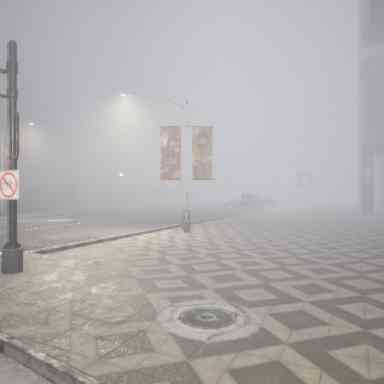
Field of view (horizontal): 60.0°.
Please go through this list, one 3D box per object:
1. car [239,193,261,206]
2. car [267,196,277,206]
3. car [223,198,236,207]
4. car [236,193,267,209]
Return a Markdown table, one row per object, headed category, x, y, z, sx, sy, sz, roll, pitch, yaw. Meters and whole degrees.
| category | x | y | z | sx | sy | sz | roll | pitch | yaw |
| --- | --- | --- | --- | --- | --- | --- | --- | --- | --- |
| car | 9.888 | 1.183 | 56.582 | 2.150 | 2.045 | 5.566 | 0 | 0 | 26 |
| car | 12.794 | 1.449 | 55.126 | 2.128 | 1.511 | 4.902 | 0 | 0 | 26 |
| car | 6.221 | 1.570 | 49.020 | 1.895 | 1.301 | 4.718 | 0 | 0 | 27 |
| car | 8.270 | 1.189 | 45.801 | 2.150 | 2.045 | 5.566 | 0 | 0 | 27 |
